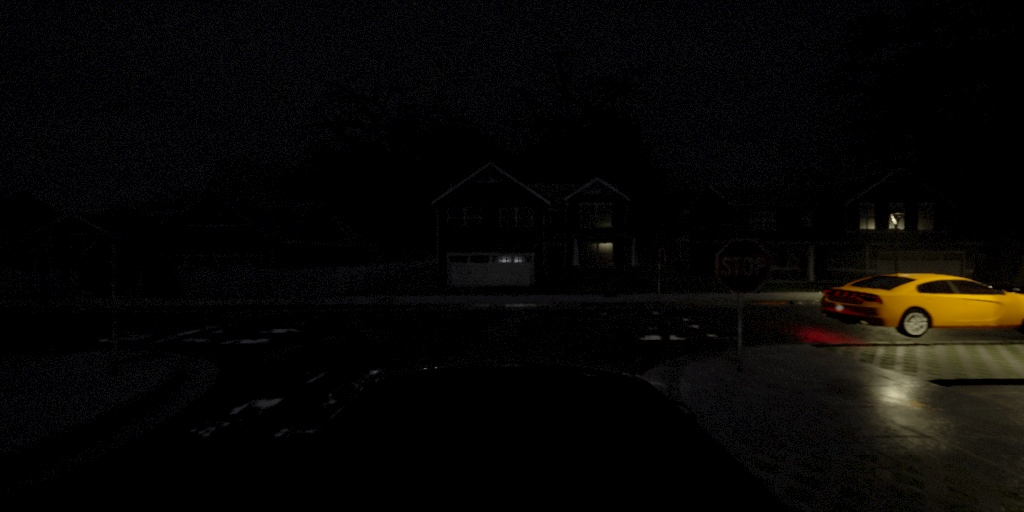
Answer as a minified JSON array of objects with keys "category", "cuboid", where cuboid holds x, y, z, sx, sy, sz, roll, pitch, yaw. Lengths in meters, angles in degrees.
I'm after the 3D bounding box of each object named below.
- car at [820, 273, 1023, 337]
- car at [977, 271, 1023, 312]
[{"category":"car","cuboid":[11.344,1.221,9.736,5.008,1.535,1.882,-1,1,0]},{"category":"car","cuboid":[19.925,1.228,12.613,4.718,1.301,1.895,-1,1,0]}]
